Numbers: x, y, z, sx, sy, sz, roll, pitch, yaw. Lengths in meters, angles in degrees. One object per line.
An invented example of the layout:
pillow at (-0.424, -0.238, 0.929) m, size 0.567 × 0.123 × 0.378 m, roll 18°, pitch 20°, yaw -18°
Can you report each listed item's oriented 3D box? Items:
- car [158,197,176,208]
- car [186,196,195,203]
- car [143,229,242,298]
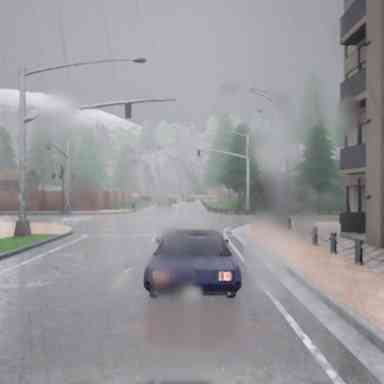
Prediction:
car at (-3.815, 1.511, 47.962) m, size 2.033 × 1.411 × 5.357 m, roll 0°, pitch 0°, yaw 0°
car at (-0.340, 1.496, 68.296) m, size 2.033 × 1.411 × 5.357 m, roll 0°, pitch 0°, yaw 0°
car at (0.021, 1.594, 8.447) m, size 1.895 × 1.301 × 4.718 m, roll 0°, pitch 0°, yaw 0°
